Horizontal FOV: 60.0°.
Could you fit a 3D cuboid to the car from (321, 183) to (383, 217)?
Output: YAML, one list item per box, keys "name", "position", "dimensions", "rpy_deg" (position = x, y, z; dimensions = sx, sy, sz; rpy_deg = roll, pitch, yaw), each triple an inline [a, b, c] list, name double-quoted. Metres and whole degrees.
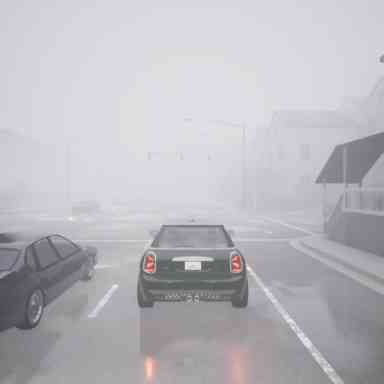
- name: "car"
  position: [13.707, 0.727, 27.933]
  dimensions: [5.566, 2.045, 2.150]
  rpy_deg: [-14, 0, -2]

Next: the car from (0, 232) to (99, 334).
- name: "car"
  position: [-3.485, 1.547, 6.843]
  dimensions: [2.033, 1.411, 5.357]
  rpy_deg: [0, 0, 0]

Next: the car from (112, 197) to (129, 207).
- name: "car"
  position: [-11.097, 1.524, 51.397]
  dimensions: [1.812, 1.442, 4.674]
  rpy_deg: [0, 0, 0]

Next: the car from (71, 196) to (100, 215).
- name: "car"
  position: [-10.937, 1.477, 34.483]
  dimensions: [1.882, 1.535, 5.008]
  rpy_deg: [0, 0, -1]

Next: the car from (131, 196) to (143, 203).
- name: "car"
  position: [-11.174, 1.563, 67.699]
  dimensions: [1.994, 1.385, 4.181]
  rpy_deg: [0, 0, 0]

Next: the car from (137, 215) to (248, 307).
- name: "car"
  position: [0.006, 1.352, 8.124]
  dimensions: [2.097, 1.767, 4.553]
  rpy_deg: [0, 0, 0]
